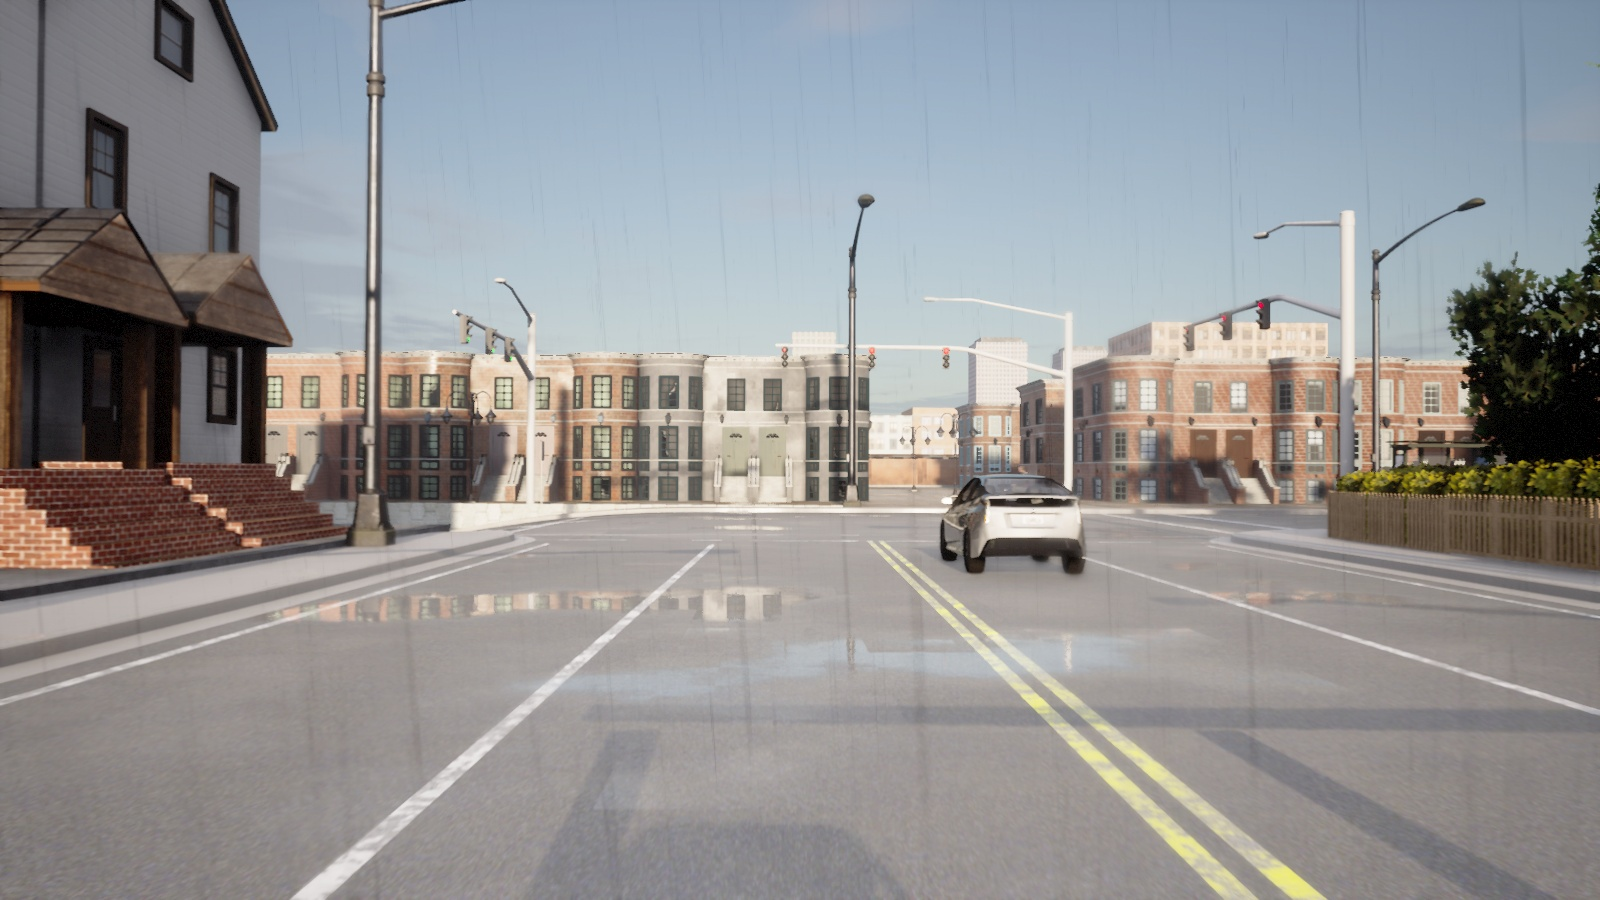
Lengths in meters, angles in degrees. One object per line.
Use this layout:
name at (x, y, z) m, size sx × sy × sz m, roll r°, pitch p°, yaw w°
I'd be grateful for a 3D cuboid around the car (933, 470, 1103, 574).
car at (3.449, 1.095, 20.773) m, size 2.007 × 1.525 × 4.514 m, roll 0°, pitch -1°, yaw 0°
